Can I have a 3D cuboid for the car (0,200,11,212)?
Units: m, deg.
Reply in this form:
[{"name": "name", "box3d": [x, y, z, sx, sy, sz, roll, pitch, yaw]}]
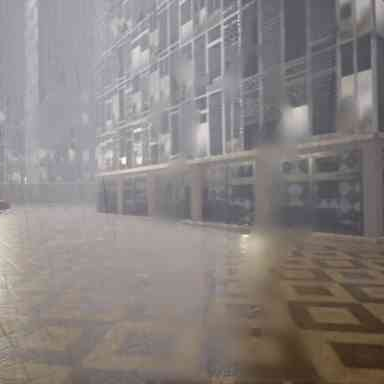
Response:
[{"name": "car", "box3d": [-20.836, 1.168, 32.948, 5.009, 1.841, 2.192, 0, -1, -38]}]
